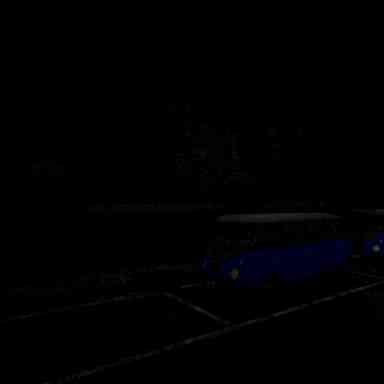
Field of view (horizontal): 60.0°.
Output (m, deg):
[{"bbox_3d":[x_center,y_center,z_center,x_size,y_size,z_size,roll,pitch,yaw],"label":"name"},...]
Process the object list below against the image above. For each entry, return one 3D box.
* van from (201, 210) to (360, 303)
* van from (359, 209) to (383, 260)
[{"bbox_3d":[2.107,1.401,8.041,3.998,1.788,1.690,1,-1,-35],"label":"van"},{"bbox_3d":[6.713,1.453,11.325,3.998,1.788,1.690,1,-1,-35],"label":"van"}]
